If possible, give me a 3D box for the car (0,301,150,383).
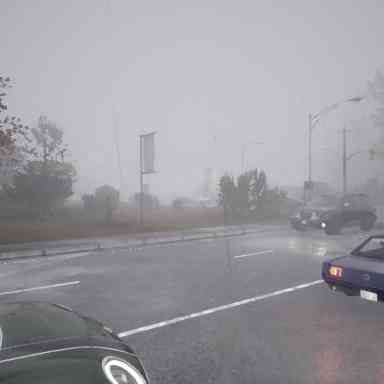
[{"bbox_3d":[-2.462,1.352,1.967,4.553,1.767,2.097,0,0,-36],"label":"car"}]

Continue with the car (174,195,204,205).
[{"bbox_3d":[-0.956,1.287,51.767,2.128,1.511,4.902,-1,0,-38],"label":"car"}]

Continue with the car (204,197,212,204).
[{"bbox_3d":[1.291,1.291,54.561,1.812,1.442,4.674,-1,0,-38],"label":"car"}]

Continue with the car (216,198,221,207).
[{"bbox_3d":[5.259,1.142,43.984,2.097,1.767,4.553,-1,0,-39],"label":"car"}]

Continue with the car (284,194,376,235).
[{"bbox_3d":[7.830,1.124,18.147,5.566,2.045,2.150,-1,0,-35],"label":"car"}]

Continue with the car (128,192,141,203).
[{"bbox_3d":[-10.269,1.008,63.565,2.150,2.045,5.566,-1,0,-38],"label":"car"}]

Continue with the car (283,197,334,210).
[{"bbox_3d":[13.595,1.303,39.167,2.033,1.411,5.357,-1,0,-39],"label":"car"}]

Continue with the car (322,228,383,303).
[{"bbox_3d":[5.010,1.573,7.305,4.718,1.301,1.895,0,0,-35],"label":"car"}]
